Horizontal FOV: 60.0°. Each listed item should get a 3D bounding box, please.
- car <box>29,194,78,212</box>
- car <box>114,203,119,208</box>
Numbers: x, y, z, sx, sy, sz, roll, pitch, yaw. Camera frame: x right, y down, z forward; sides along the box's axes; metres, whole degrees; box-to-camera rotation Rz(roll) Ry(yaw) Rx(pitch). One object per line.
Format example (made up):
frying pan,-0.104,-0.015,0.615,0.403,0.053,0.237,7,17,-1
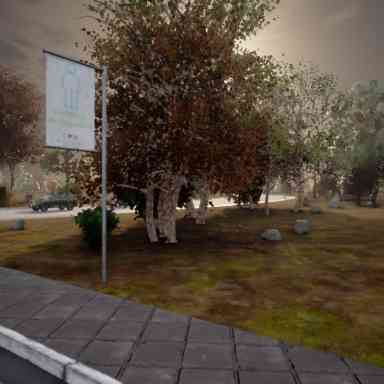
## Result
car,-16.531,1.212,39.939,2.150,2.045,5.566,0,0,38
car,-10.141,1.462,48.167,1.837,1.490,4.892,0,0,37
